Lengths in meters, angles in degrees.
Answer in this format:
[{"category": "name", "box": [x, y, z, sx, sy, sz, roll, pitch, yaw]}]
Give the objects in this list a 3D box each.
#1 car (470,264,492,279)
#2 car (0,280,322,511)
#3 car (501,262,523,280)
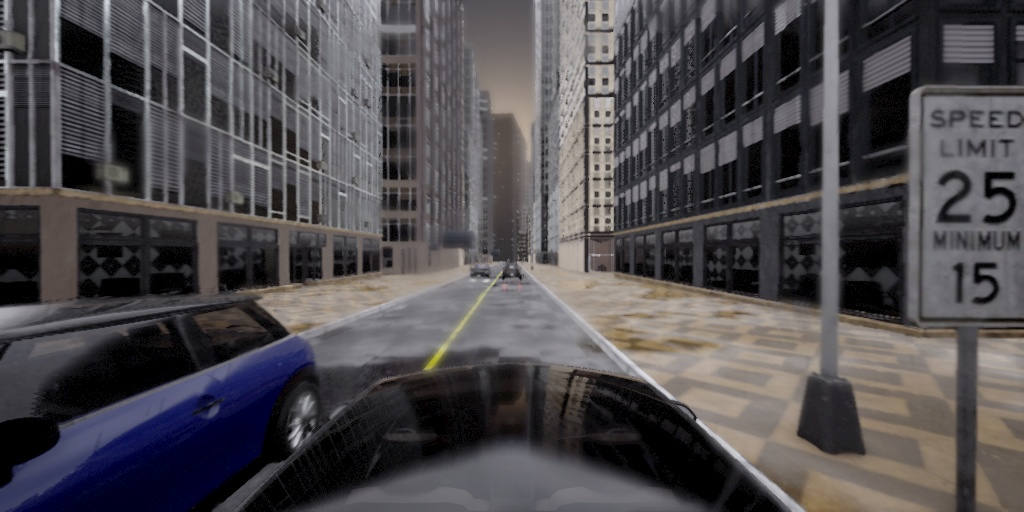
[{"category": "car", "box": [-3.018, 1.498, 36.079, 2.033, 1.411, 5.357, 0, 0, 1]}, {"category": "car", "box": [-3.099, 1.103, 1.958, 2.097, 1.767, 4.553, 0, 0, 0]}, {"category": "car", "box": [0.007, 1.462, 33.762, 1.812, 1.442, 4.674, 0, 0, 0]}]
